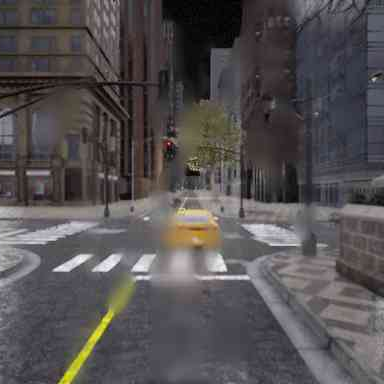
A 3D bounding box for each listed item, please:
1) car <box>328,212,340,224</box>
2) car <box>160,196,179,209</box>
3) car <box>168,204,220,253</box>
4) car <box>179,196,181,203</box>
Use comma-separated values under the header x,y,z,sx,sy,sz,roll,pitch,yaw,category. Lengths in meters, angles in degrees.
x,y,z,sx,sy,sz,roll,pitch,yaw,category
11.929,1.649,23.488,4.403,1.369,2.008,0,0,0,car
-3.091,1.465,44.196,1.994,1.385,4.181,0,0,0,car
0.083,1.485,13.873,1.882,1.535,5.008,0,0,0,car
-3.030,1.375,61.994,1.895,1.301,4.718,0,0,1,car
